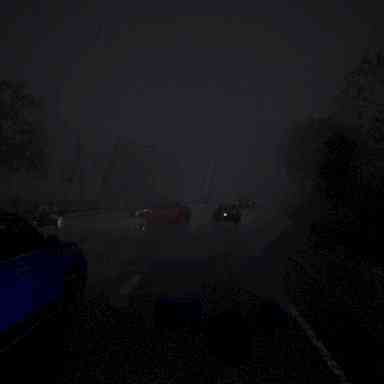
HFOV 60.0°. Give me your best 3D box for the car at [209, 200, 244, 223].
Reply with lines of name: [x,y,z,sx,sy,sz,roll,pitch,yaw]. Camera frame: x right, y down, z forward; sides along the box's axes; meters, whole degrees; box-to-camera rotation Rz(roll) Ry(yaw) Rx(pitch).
car: [2.713,1.575,25.475,1.994,1.385,4.181,0,0,10]

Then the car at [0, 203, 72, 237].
car: [-9.134,1.468,19.195,2.128,1.511,4.902,0,0,8]

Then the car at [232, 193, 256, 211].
car: [6.808,1.378,41.679,2.097,1.767,4.553,0,0,17]

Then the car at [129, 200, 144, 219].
car: [-3.891,1.481,29.130,2.128,1.511,4.902,0,0,12]

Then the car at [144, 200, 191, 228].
car: [-1.374,1.351,22.460,2.097,1.767,4.553,0,0,9]

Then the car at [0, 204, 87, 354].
car: [-3.235,1.215,4.293,2.150,2.045,5.566,0,0,2]

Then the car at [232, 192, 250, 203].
car: [10.120,1.130,68.337,2.150,2.045,5.566,0,0,27]

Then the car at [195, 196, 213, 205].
car: [2.188,1.476,59.857,1.882,1.535,5.008,0,0,24]
